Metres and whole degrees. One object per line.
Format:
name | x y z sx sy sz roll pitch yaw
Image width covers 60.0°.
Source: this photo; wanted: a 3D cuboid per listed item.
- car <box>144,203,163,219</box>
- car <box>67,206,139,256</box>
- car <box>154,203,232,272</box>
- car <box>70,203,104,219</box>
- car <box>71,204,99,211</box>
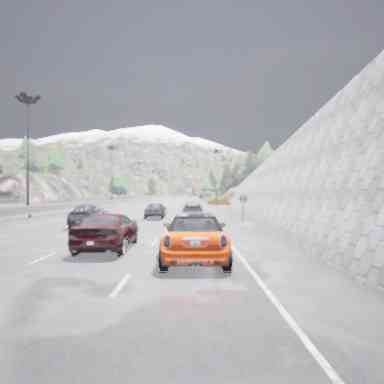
car | -3.442 1.769 31.760 2.033 1.411 5.357 0 0 0
car | -3.415 1.575 13.616 1.882 1.535 5.008 0 0 0
car | 0.088 1.429 11.198 2.097 1.767 4.553 0 0 0
car | -10.445 1.841 33.390 1.895 1.301 4.718 0 0 0
car | -6.929 1.655 22.710 2.128 1.511 4.902 0 0 0
